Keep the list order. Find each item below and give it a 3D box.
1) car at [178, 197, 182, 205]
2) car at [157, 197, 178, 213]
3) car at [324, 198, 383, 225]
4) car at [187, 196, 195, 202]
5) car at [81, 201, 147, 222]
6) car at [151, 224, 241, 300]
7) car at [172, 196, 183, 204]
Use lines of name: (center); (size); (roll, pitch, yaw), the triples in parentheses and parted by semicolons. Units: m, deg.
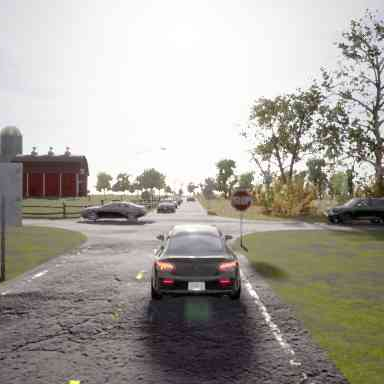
car: (-2.982, 1.590, 48.151); (2.033, 1.411, 5.357); (0, 0, 0)
car: (-2.920, 1.534, 38.365); (1.837, 1.490, 4.892); (0, 0, -1)
car: (13.196, 1.471, 25.766); (5.566, 2.045, 2.150); (0, -1, -1)
car: (-0.236, 1.655, 80.420); (1.994, 1.385, 4.181); (0, 0, 0)
car: (-5.949, 1.479, 25.573); (4.902, 1.511, 2.128); (1, 0, -1)
car: (0.072, 1.529, 8.290); (1.812, 1.442, 4.674); (0, 0, 0)
car: (-2.954, 1.644, 69.201); (1.994, 1.385, 4.181); (0, 0, 0)
